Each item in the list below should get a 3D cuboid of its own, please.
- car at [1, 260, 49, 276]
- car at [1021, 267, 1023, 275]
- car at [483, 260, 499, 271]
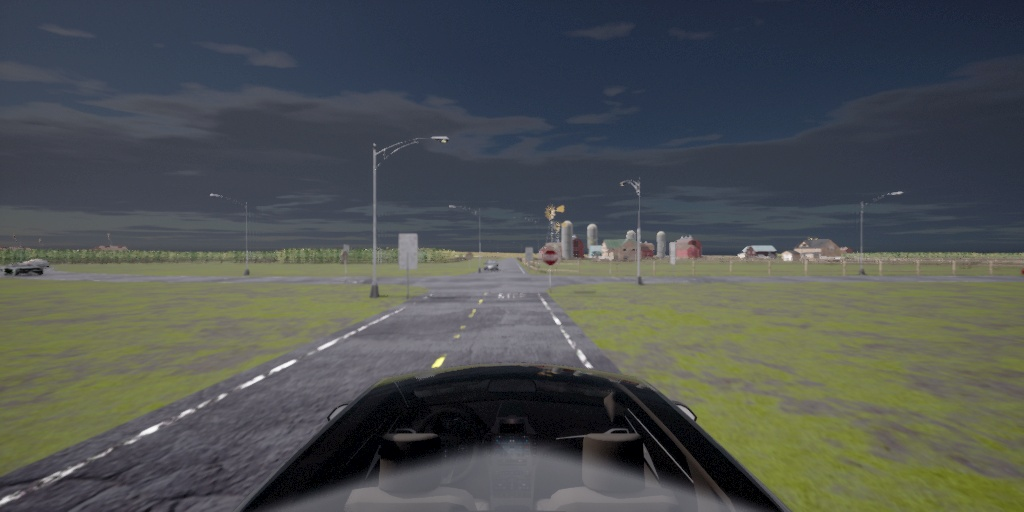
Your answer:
[{"bbox_3d":[-51.419,1.413,37.702,4.718,1.301,1.895,0,1,24],"label":"car"},{"bbox_3d":[49.358,1.030,32.431,4.553,1.767,2.097,0,1,-2],"label":"car"},{"bbox_3d":[-2.731,1.235,47.520,2.128,1.511,4.902,0,1,0],"label":"car"}]
